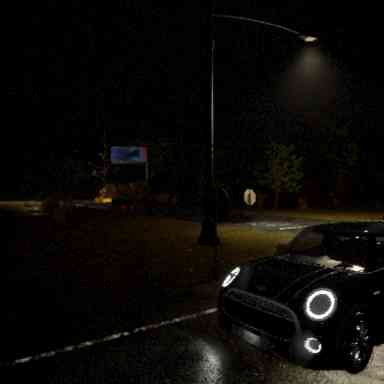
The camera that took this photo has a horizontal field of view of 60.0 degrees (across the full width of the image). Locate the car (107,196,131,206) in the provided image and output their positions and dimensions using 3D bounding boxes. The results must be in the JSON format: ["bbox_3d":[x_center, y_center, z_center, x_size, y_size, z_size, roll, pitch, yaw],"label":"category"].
[{"bbox_3d":[-11.503,1.383,53.835,1.882,1.535,5.008,0,0,-33],"label":"car"}]

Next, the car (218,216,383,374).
[{"bbox_3d":[2.619,1.353,5.745,4.553,1.767,2.097,0,0,-35],"label":"car"}]

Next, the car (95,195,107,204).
[{"bbox_3d":[-16.300,1.368,60.937,1.882,1.535,5.008,0,0,-34],"label":"car"}]
